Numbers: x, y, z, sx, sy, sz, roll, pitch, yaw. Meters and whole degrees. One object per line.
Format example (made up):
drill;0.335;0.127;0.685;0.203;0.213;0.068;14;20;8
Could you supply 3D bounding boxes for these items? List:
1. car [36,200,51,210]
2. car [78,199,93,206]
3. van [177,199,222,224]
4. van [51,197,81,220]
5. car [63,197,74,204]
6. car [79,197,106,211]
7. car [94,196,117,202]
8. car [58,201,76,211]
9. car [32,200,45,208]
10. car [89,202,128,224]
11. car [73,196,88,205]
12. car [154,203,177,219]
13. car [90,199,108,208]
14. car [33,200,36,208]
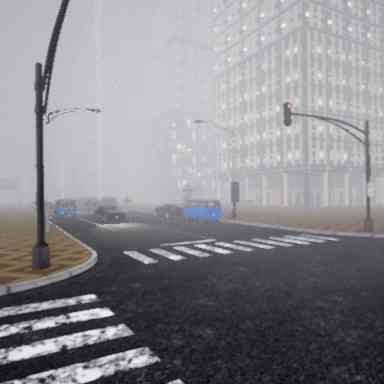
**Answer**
car;-20.084;1.979;46.190;1.947;1.339;4.313;0;0;-29
car;-20.763;2.015;64.790;1.947;1.339;4.313;0;0;-29
van;0.714;1.451;26.035;1.690;1.788;3.998;0;0;-29
van;-12.068;1.627;31.636;1.690;1.788;3.998;0;0;-29
car;-30.011;2.069;80.885;1.882;1.535;5.008;-1;0;-29
car;-14.284;1.831;47.532;2.128;1.511;4.902;-1;0;-28
car;-12.747;1.638;50.235;2.192;1.841;5.009;0;0;-29
car;-18.270;1.993;48.419;1.895;1.301;4.718;-1;0;-28
car;-28.101;2.120;60.745;1.802;1.307;4.206;0;0;-29
car;-6.752;1.773;27.347;1.994;1.385;4.181;-1;0;-29
car;-23.437;1.805;69.643;2.192;1.841;5.009;0;0;-29
car;-2.035;1.698;30.841;1.887;1.381;4.507;0;0;-29
car;-15.417;1.910;55.086;1.887;1.381;4.507;0;0;-29
car;-22.756;2.005;51.041;2.008;1.369;4.403;0;0;-29
